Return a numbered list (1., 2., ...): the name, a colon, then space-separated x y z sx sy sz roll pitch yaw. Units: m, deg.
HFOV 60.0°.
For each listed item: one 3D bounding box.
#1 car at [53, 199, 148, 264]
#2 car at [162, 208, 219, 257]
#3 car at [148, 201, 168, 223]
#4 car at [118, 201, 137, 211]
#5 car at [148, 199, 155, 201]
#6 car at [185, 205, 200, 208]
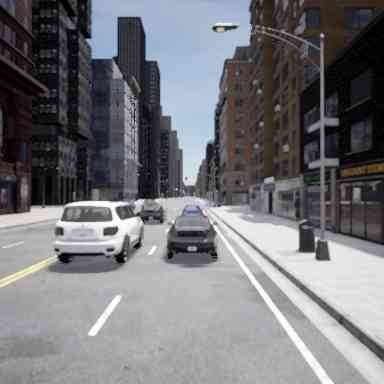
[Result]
1. car: -3.236 1.356 12.566 2.150 2.045 5.566 0 0 0
2. car: 0.024 1.648 13.502 1.837 1.490 4.892 0 0 0
3. car: -3.218 1.812 28.501 1.837 1.490 4.892 0 0 0
4. car: -9.745 2.121 50.616 1.994 1.385 4.181 0 -1 1
5. car: -6.499 1.908 50.643 2.097 1.767 4.553 0 -1 1
6. car: 0.037 1.834 28.905 1.812 1.442 4.674 0 0 1
